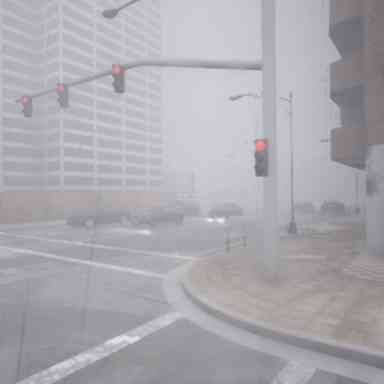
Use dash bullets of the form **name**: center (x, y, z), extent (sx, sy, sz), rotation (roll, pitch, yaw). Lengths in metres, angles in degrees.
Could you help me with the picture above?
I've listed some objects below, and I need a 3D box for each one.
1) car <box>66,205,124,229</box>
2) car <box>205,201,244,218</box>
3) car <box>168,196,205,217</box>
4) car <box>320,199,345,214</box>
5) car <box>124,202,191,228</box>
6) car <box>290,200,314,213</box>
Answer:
- **car**: center (-6.665, 1.717, 24.138), extent (1.882, 1.535, 5.008), rotation (-1, 0, 35)
- **car**: center (3.329, 1.761, 32.184), extent (1.994, 1.385, 4.181), rotation (-1, -1, 36)
- **car**: center (-1.095, 1.592, 32.010), extent (2.097, 1.767, 4.553), rotation (-1, -1, 35)
- **car**: center (15.923, 1.614, 37.574), extent (1.837, 1.490, 4.892), rotation (-1, -1, 35)
- **car**: center (-2.363, 1.722, 24.127), extent (1.812, 1.442, 4.674), rotation (-1, -1, 35)
- **car**: center (13.089, 1.678, 39.658), extent (1.812, 1.442, 4.674), rotation (-1, -1, 35)
